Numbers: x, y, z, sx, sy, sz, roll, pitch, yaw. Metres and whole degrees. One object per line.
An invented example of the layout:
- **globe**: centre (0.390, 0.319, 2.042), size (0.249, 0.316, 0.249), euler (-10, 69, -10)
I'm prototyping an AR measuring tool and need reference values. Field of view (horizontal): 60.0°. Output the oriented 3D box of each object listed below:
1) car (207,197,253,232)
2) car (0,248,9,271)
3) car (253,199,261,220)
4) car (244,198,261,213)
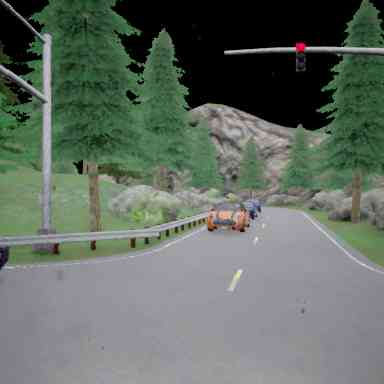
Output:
- **car**: centre (2.326, 1.383, 20.314), size (2.097, 1.767, 4.553), euler (0, 0, 15)
- **car**: centre (-7.029, 1.593, 8.022), size (4.718, 1.301, 1.895), euler (0, 0, 15)
- **car**: centre (4.675, 1.522, 29.143), size (1.882, 1.535, 5.008), euler (0, 0, 15)
- **car**: centre (7.061, 1.536, 39.035), size (1.882, 1.535, 5.008), euler (0, 0, 9)
